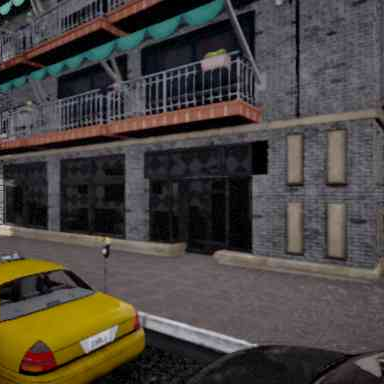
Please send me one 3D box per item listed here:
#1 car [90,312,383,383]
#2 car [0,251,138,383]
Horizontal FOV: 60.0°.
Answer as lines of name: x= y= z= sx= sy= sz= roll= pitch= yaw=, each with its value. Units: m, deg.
car: x=1.763 y=1.546 z=1.607 sx=4.403 sy=1.369 sz=2.008 roll=-1 pitch=0 yaw=36
car: x=-2.872 y=1.571 z=4.914 sx=4.829 sy=1.417 sz=1.752 roll=-1 pitch=0 yaw=36
